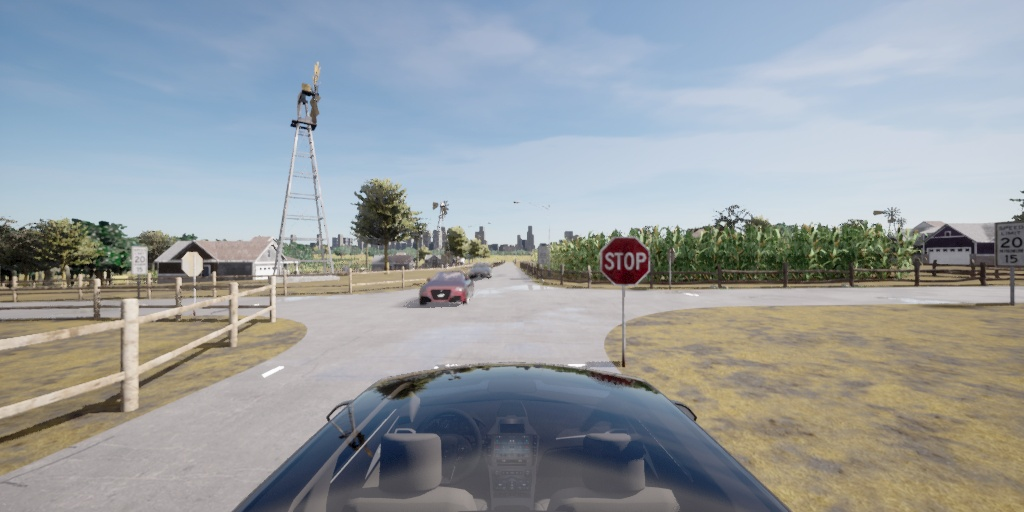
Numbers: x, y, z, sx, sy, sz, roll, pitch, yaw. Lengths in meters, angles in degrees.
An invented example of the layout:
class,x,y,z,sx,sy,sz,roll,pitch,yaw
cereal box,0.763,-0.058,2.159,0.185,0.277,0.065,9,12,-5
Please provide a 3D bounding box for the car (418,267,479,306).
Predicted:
class,x,y,z,sx,sy,sz,roll,pitch,yaw
car,-2.816,1.377,16.139,1.994,1.385,4.181,-1,0,0

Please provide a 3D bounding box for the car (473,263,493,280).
class,x,y,z,sx,sy,sz,roll,pitch,yaw
car,-2.870,1.425,33.518,1.837,1.490,4.892,0,0,0
